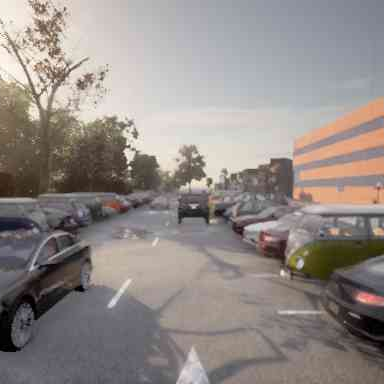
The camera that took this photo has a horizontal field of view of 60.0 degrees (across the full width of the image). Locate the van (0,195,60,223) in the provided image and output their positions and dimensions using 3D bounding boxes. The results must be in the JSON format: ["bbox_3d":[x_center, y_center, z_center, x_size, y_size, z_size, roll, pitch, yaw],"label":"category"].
[{"bbox_3d":[-8.036,1.240,13.404,4.442,1.987,1.878,0,1,0],"label":"van"}]

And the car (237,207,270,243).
[{"bbox_3d":[4.421,1.506,13.460,4.674,1.452,2.002,0,1,0],"label":"car"}]

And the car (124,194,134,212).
[{"bbox_3d":[-8.152,1.241,30.224,5.008,1.535,2.097,0,1,0],"label":"car"}]

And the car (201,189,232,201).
[{"bbox_3d":[4.457,0.565,61.489,5.566,2.045,2.435,0,1,0],"label":"car"}]

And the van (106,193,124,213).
[{"bbox_3d":[-8.263,1.051,27.524,4.442,1.987,1.878,0,1,0],"label":"van"}]

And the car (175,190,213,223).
[{"bbox_3d":[0.107,1.062,24.358,2.150,2.045,5.566,0,1,0],"label":"car"}]

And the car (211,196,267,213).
[{"bbox_3d":[4.608,1.199,33.237,5.366,1.575,1.946,0,1,0],"label":"car"}]

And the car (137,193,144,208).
[{"bbox_3d":[-8.140,1.166,35.871,5.008,1.535,2.097,0,1,0],"label":"car"}]

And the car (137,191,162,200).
[{"bbox_3d":[-8.081,0.641,64.236,4.553,1.767,2.185,0,0,0],"label":"car"}]

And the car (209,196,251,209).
[{"bbox_3d":[4.426,1.167,38.889,4.674,1.452,2.002,0,1,0],"label":"car"}]

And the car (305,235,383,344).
[{"bbox_3d":[4.414,1.542,4.960,4.674,1.452,2.002,0,0,0],"label":"car"}]

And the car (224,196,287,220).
[{"bbox_3d":[4.388,1.265,19.108,4.553,1.767,2.185,0,1,0],"label":"car"}]

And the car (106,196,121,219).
[{"bbox_3d":[-8.155,1.316,24.702,4.892,1.521,2.231,0,1,0],"label":"car"}]

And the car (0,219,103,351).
[{"bbox_3d":[-3.336,1.518,6.295,2.128,1.511,4.902,0,0,0],"label":"car"}]

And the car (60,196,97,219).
[{"bbox_3d":[-8.120,1.266,18.929,4.553,1.767,2.185,0,1,0],"label":"car"}]

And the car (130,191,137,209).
[{"bbox_3d":[-8.177,1.078,33.046,4.553,1.767,2.185,0,1,0],"label":"car"}]

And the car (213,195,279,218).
[{"bbox_3d":[4.236,1.275,27.586,5.366,1.575,1.946,0,1,0],"label":"car"}]

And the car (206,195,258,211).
[{"bbox_3d":[4.237,1.162,36.063,5.366,1.575,1.946,0,1,0],"label":"car"}]

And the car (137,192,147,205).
[{"bbox_3d":[-8.149,1.129,38.694,5.008,1.535,2.097,0,1,0],"label":"car"}]

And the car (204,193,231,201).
[{"bbox_3d":[4.431,0.898,58.668,4.674,1.452,2.002,0,1,0],"label":"car"}]

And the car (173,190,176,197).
[{"bbox_3d":[-3.233,0.240,77.420,2.097,1.767,4.553,0,1,0],"label":"car"}]

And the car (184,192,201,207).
[{"bbox_3d":[0.110,0.941,43.249,2.097,1.767,4.553,0,1,0],"label":"car"}]

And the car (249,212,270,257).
[{"bbox_3d":[4.415,1.538,10.625,4.674,1.452,2.002,0,1,0],"label":"car"}]

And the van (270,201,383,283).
[{"bbox_3d":[4.300,1.285,7.667,4.442,1.987,1.878,0,0,0],"label":"van"}]

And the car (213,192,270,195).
[{"bbox_3d":[4.391,1.114,30.410,4.553,1.767,2.185,0,1,0],"label":"car"}]

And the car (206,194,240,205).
[{"bbox_3d":[4.423,1.054,47.365,4.674,1.452,2.002,0,1,0],"label":"car"}]

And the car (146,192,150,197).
[{"bbox_3d":[-8.173,1.119,41.642,4.792,1.488,2.163,0,1,0],"label":"car"}]

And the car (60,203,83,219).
[{"bbox_3d":[-8.185,1.457,16.234,4.792,1.488,2.163,0,1,0],"label":"car"}]

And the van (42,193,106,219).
[{"bbox_3d":[-8.268,1.127,21.875,4.442,1.987,1.878,0,1,0],"label":"van"}]

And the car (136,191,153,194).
[{"bbox_3d":[-8.139,1.052,44.465,5.008,1.535,2.097,0,1,0],"label":"car"}]

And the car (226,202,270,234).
[{"bbox_3d":[4.424,1.428,16.284,5.008,1.535,2.097,0,1,0],"label":"car"}]

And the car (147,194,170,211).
[{"bbox_3d":[-3.338,1.213,35.791,1.812,1.442,4.674,0,1,0],"label":"car"}]

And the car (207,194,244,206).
[{"bbox_3d":[4.454,1.081,44.539,4.792,1.488,2.163,0,1,0],"label":"car"}]

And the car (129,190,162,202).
[{"bbox_3d":[-8.117,0.609,58.455,5.566,2.045,2.435,0,1,0],"label":"car"}]
